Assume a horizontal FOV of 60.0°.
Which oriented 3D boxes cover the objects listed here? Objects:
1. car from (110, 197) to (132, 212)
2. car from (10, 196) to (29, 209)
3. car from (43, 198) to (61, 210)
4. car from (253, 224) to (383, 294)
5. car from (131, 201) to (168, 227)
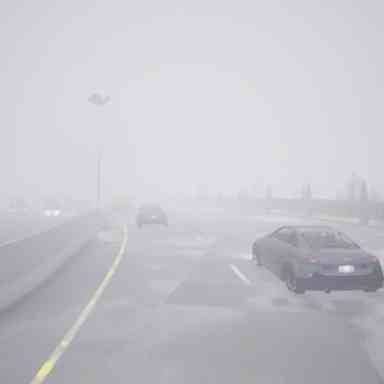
[{"bbox_3d":[-8.153,1.321,38.637,2.097,1.767,4.553,0,0,-23],"label":"car"},{"bbox_3d":[-24.363,1.378,46.845,2.097,1.767,4.553,0,0,-31],"label":"car"},{"bbox_3d":[-18.176,1.497,43.074,2.128,1.511,4.902,0,0,-28],"label":"car"},{"bbox_3d":[2.990,1.536,8.782,1.994,1.385,4.181,0,0,-5],"label":"car"},{"bbox_3d":[-2.878,1.538,22.758,1.994,1.385,4.181,0,0,-13],"label":"car"}]
